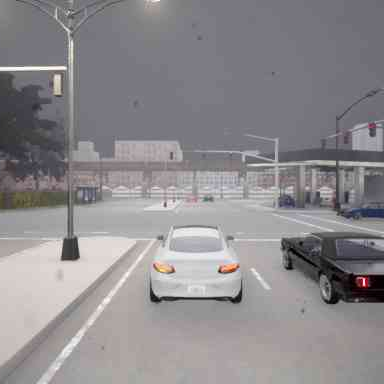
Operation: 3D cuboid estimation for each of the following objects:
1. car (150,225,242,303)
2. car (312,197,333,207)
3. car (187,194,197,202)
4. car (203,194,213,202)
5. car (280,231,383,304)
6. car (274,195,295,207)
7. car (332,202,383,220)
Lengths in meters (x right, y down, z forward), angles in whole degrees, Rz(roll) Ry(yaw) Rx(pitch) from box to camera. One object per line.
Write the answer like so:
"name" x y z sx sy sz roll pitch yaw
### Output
"car" 0.083 1.517 8.073 1.812 1.442 4.674 0 0 0
"car" 18.960 1.435 48.377 1.970 1.475 3.806 0 0 0
"car" 0.006 1.250 72.260 2.097 1.767 4.553 0 0 0
"car" 3.506 1.257 72.261 2.097 1.767 4.553 0 0 0
"car" 3.588 1.599 8.057 1.895 1.301 4.718 0 0 0
"car" 13.215 1.262 47.615 2.242 1.667 4.611 0 0 0
"car" 14.884 1.545 27.469 5.357 1.411 2.033 0 0 -1
